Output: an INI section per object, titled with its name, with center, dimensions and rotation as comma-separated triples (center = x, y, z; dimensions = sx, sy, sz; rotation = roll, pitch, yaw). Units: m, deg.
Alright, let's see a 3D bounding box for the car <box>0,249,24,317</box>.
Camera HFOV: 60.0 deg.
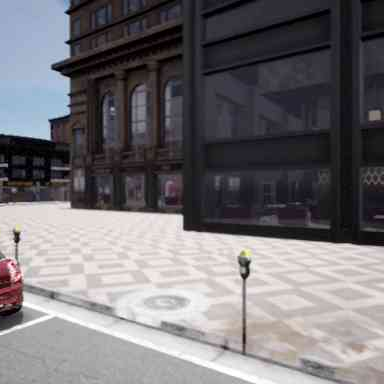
[car]
center = -4.994, 1.424, 6.120
dimensions = 4.097, 1.590, 1.967
rotation = 0, 0, 33
